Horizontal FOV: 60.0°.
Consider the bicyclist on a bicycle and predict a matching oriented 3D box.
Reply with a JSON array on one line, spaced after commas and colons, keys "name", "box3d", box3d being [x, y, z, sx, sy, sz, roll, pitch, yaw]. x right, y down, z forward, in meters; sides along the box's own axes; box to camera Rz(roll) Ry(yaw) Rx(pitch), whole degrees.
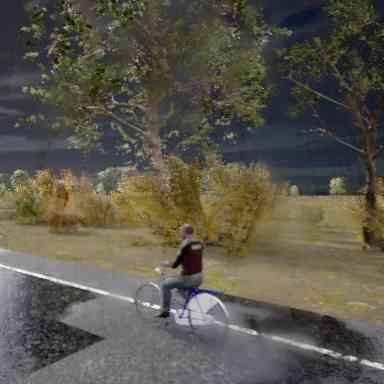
[{"name": "bicyclist on a bicycle", "box3d": [-0.243, 1.371, 5.229, 1.843, 1.776, 0.659, 0, 0, 35]}]
